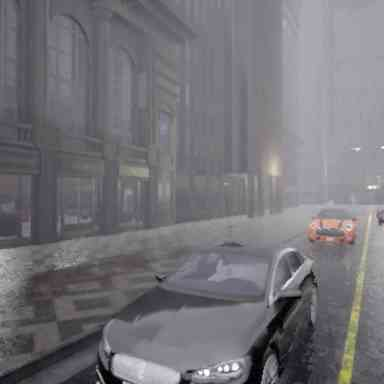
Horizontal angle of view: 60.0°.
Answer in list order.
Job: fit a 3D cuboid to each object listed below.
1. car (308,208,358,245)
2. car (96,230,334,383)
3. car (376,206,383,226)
[{"bbox_3d":[7.499,1.660,17.503,2.097,1.767,4.553,0,-1,28],"label":"car"},{"bbox_3d":[0.707,1.576,5.077,2.128,1.511,4.902,0,-1,29],"label":"car"},{"bbox_3d":[16.616,2.109,27.736,1.895,1.301,4.718,0,-1,29],"label":"car"}]
